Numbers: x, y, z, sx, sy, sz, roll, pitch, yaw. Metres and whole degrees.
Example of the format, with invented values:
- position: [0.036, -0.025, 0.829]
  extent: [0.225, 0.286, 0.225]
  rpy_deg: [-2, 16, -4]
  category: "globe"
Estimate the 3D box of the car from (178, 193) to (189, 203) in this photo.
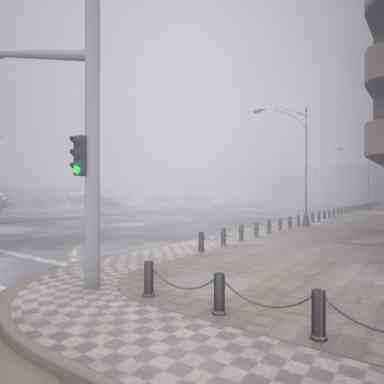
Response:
- position: [-0.297, 1.205, 66.188]
  extent: [1.905, 1.878, 3.866]
  rpy_deg: [0, 0, 36]
  category: "car"

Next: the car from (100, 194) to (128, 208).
- position: [-12.756, 1.444, 53.651]
  extent: [1.970, 1.475, 3.806]
  rpy_deg: [0, 0, 36]
  category: "car"

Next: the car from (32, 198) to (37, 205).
- position: [-28.782, 1.409, 65.270]
  extent: [1.784, 1.438, 3.905]
  rpy_deg: [0, 0, 36]
  category: "car"

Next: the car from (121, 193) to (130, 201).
- position: [-16.191, 1.201, 77.698]
  extent: [1.905, 1.878, 3.866]
  rpy_deg: [0, 0, 36]
  category: "car"

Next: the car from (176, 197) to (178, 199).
- position: [-2.000, 1.586, 94.323]
  extent: [5.357, 1.411, 2.033]
  rpy_deg: [0, 0, 37]
  category: "car"

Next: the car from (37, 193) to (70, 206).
- position: [-26.477, 1.199, 63.515]
  extent: [1.932, 1.855, 4.605]
  rpy_deg: [0, 0, 36]
  category: "car"

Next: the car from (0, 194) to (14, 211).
- position: [-26.302, 1.443, 44.828]
  extent: [1.970, 1.475, 3.806]
  rpy_deg: [0, 0, 36]
  category: "car"

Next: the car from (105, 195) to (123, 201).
- position: [-18.526, 1.440, 79.409]
  extent: [1.970, 1.475, 3.806]
  rpy_deg: [0, 0, 36]
  category: "car"

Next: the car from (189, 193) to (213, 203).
- position: [2.012, 1.203, 64.442]
  extent: [1.932, 1.855, 4.605]
  rpy_deg: [0, 0, 36]
  category: "car"
